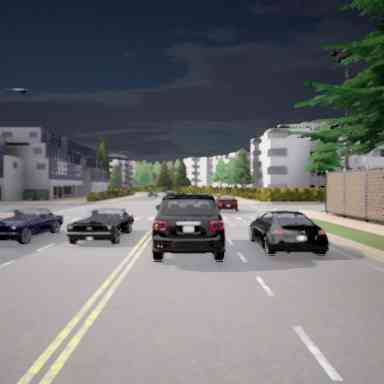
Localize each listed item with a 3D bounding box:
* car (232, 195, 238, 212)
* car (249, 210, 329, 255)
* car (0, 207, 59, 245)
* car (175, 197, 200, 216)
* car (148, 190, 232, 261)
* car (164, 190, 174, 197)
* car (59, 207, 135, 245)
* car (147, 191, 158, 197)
[{"bbox_3d":[3.108,0.973,31.132,1.882,1.535,5.008,0,1,-1],"label":"car"},{"bbox_3d":[3.375,1.363,12.295,1.994,1.385,4.181,0,1,0],"label":"car"},{"bbox_3d":[-7.275,1.368,14.343,1.895,1.301,4.718,0,1,0],"label":"car"},{"bbox_3d":[-0.356,1.146,28.103,1.895,1.301,4.718,0,1,0],"label":"car"},{"bbox_3d":[-0.119,1.034,11.583,2.150,2.045,5.566,0,1,-1],"label":"car"},{"bbox_3d":[-4.911,0.343,71.761,1.837,1.490,4.892,0,1,-1],"label":"car"},{"bbox_3d":[-3.775,1.367,14.393,1.895,1.301,4.718,0,1,0],"label":"car"},{"bbox_3d":[-8.398,0.448,71.146,1.895,1.301,4.718,0,1,-1],"label":"car"}]
